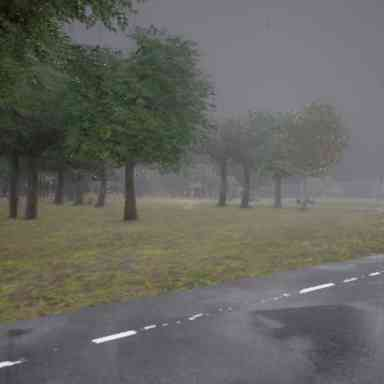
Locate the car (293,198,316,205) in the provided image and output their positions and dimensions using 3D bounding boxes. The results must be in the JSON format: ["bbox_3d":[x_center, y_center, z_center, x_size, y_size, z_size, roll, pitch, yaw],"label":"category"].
[{"bbox_3d":[23.151,1.888,68.715,1.837,1.490,4.892,2,-1,-32],"label":"car"}]

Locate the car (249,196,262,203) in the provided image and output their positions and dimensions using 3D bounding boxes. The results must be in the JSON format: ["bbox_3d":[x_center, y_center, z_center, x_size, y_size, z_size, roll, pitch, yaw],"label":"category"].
[{"bbox_3d":[15.003,1.872,81.798,1.837,1.490,4.892,2,-1,-32],"label":"car"}]
